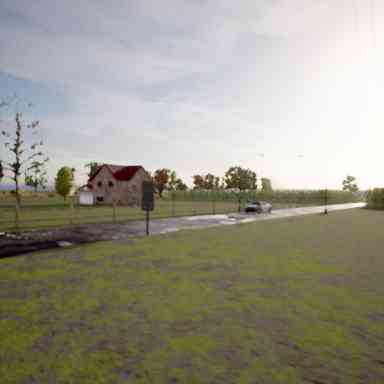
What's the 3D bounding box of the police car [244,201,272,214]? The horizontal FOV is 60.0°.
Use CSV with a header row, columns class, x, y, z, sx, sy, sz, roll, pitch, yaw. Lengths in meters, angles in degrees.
class,x,y,z,sx,sy,sz,roll,pitch,yaw
police car,8.282,1.923,41.688,2.038,1.542,4.974,1,0,35
